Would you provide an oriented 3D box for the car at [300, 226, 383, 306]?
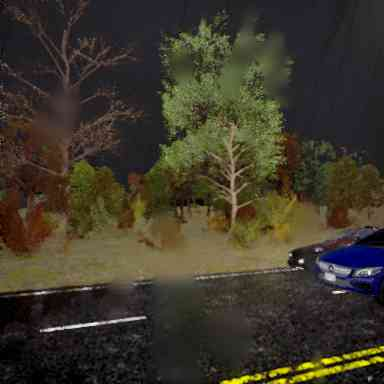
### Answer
[{"bbox_3d":[5.176,1.591,8.029,4.674,1.442,1.812,0,-1,-20],"label":"car"}]

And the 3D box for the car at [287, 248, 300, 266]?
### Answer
[{"bbox_3d":[6.048,2.007,11.928,5.357,1.411,2.033,2,-18,-20],"label":"car"}]
